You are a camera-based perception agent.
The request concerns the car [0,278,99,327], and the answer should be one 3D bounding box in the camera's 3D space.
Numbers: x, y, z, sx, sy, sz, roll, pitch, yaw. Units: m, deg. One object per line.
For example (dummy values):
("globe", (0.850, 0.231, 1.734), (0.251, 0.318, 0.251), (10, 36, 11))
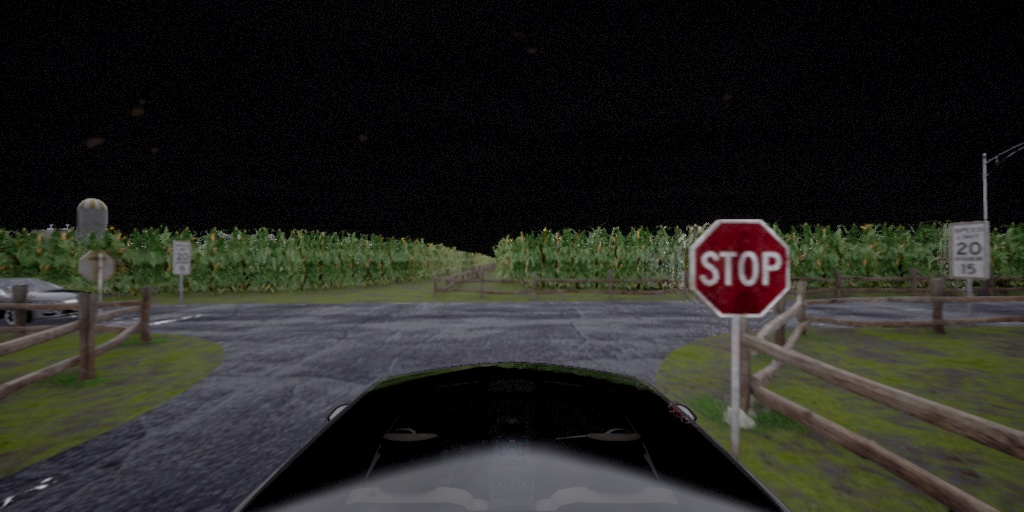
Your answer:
("car", (-17.033, 1.499, 12.130), (4.902, 1.511, 2.128), (-1, 0, 0))
